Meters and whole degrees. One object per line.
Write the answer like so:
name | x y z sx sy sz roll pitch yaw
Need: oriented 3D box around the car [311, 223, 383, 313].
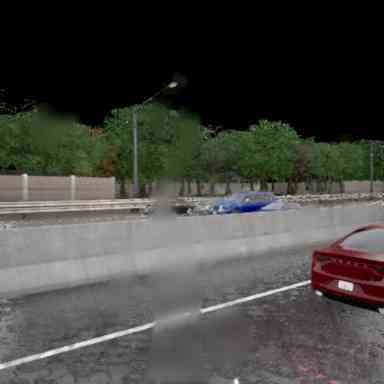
car | 4.591 1.387 7.004 5.008 1.535 1.882 -1 0 -35

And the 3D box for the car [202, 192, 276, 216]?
car | 3.784 1.027 23.832 5.566 2.045 2.150 -1 0 -35

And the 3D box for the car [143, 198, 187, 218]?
car | -1.803 1.331 28.452 4.892 1.490 1.837 -1 0 -35

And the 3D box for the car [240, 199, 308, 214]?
car | 5.485 1.336 20.746 4.674 1.442 1.812 -1 0 -35

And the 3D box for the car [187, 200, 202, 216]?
car | 2.300 1.150 27.066 4.553 1.767 2.097 -1 0 -35
